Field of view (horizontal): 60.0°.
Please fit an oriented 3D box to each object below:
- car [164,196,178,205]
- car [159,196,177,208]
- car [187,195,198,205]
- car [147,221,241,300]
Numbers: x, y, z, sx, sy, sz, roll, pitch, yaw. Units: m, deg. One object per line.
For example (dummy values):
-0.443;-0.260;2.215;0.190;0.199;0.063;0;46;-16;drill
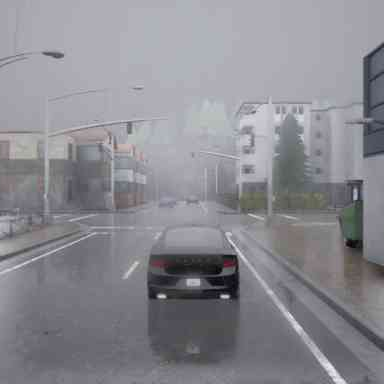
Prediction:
-3.578;1.492;58.019;2.128;1.511;4.902;0;0;0;car
-3.599;1.477;47.443;1.882;1.535;5.008;0;0;0;car
0.096;1.352;60.280;2.097;1.767;4.553;0;0;0;car
0.049;1.478;8.475;1.882;1.535;5.008;0;0;1;car
